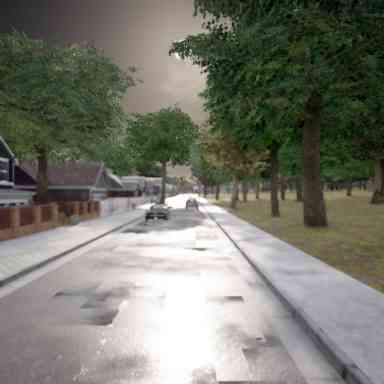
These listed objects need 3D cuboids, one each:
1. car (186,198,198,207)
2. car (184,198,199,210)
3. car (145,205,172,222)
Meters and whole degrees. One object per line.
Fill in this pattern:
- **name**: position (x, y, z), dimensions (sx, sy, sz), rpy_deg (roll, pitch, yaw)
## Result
- **car**: position (-0.022, 1.775, 58.040), dimensions (2.033, 1.411, 5.357), rpy_deg (0, 0, 0)
- **car**: position (-0.017, 1.697, 47.622), dimensions (2.128, 1.511, 4.902), rpy_deg (0, 0, 0)
- **car**: position (-2.797, 1.738, 28.006), dimensions (1.895, 1.301, 4.718), rpy_deg (0, 0, 1)
